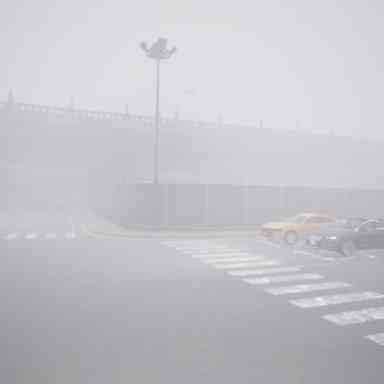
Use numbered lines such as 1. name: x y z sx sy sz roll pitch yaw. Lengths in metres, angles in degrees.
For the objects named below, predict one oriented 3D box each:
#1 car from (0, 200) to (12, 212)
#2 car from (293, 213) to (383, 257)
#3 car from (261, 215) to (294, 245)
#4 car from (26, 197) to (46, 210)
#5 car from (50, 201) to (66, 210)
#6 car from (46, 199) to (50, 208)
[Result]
1. car: -26.823 1.973 47.282 1.837 1.490 4.892 1 -1 -21
2. car: 7.241 1.866 14.537 4.902 1.511 2.128 1 -1 -21
3. car: 6.080 1.894 17.835 5.008 1.535 1.882 1 -1 -21
4. car: -25.046 1.827 53.037 2.150 2.045 5.566 1 -1 -20
5. car: -22.691 2.284 56.985 1.994 1.385 4.181 1 -1 -18
6. car: -28.001 2.103 63.246 2.097 1.767 4.553 1 -1 -7
